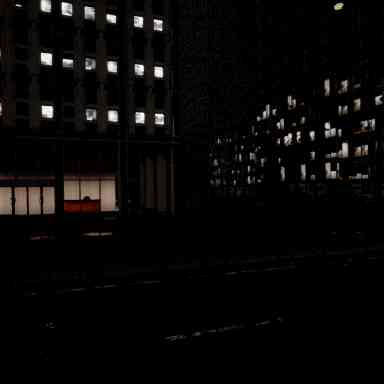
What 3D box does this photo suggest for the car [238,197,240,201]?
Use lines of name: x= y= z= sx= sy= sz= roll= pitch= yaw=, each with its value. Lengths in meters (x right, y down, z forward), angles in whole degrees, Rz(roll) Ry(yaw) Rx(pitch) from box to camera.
car: x=9.775 y=1.060 z=59.029 sx=1.802 sy=1.307 sz=4.206 roll=0 pitch=1 yaw=-21

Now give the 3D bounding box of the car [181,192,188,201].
car: x=-2.135 y=1.057 z=66.621 sx=2.008 sy=1.369 sz=4.403 roll=0 pitch=1 yaw=-21

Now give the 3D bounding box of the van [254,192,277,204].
van: x=11.818 y=0.871 z=53.723 sx=1.690 sy=1.788 sz=3.998 roll=0 pitch=1 yaw=-21

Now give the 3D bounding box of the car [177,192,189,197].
car: x=-2.496 y=0.711 z=90.846 sx=2.008 sy=1.369 sz=4.403 roll=0 pitch=1 yaw=-21

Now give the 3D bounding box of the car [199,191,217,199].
car: x=3.639 y=0.635 z=74.935 sx=2.192 sy=1.841 sz=5.009 roll=0 pitch=1 yaw=-21

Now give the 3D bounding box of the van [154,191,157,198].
van: x=-8.270 y=0.688 z=82.527 sx=1.690 sy=1.788 sz=3.998 roll=0 pitch=1 yaw=-21

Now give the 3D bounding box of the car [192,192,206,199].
car: x=1.594 y=0.707 z=80.239 sx=1.967 sy=1.590 sz=4.097 roll=0 pitch=1 yaw=-21

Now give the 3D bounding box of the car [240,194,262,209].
car: x=8.041 y=1.332 z=40.089 sx=1.947 sy=1.339 sz=4.313 roll=0 pitch=1 yaw=-21

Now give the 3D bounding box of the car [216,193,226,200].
car: x=5.685 y=0.955 z=69.636 sx=1.802 sy=1.307 sz=4.206 roll=0 pitch=1 yaw=-21

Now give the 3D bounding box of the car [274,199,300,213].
car: x=10.031 y=1.400 z=34.766 sx=1.802 sy=1.307 sz=4.206 roll=0 pitch=1 yaw=-21

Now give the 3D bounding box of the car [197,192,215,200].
car: x=2.816 y=0.880 z=69.854 sx=1.882 sy=1.535 sz=5.008 roll=-1 pitch=1 yaw=-21

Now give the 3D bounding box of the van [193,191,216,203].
van: x=1.956 y=0.953 z=56.013 sx=1.690 sy=1.788 sz=3.998 roll=0 pitch=1 yaw=-21

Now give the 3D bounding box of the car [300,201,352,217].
car: x=12.060 y=1.435 z=29.454 sx=1.947 sy=1.339 sz=4.313 roll=0 pitch=1 yaw=-21
